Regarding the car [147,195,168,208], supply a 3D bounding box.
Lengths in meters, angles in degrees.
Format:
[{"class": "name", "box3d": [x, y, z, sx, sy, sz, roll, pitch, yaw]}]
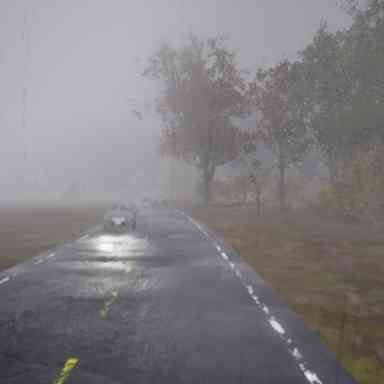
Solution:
[{"class": "car", "box3d": [-4.557, 1.152, 45.527, 2.097, 1.767, 4.553, 0, 0, -11]}]

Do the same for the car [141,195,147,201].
[{"class": "car", "box3d": [-8.536, 1.220, 63.291, 1.882, 1.535, 5.008, 0, 0, -14]}]

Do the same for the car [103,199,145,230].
[{"class": "car", "box3d": [-4.258, 1.412, 20.603, 2.128, 1.511, 4.902, 0, 0, -5]}]
